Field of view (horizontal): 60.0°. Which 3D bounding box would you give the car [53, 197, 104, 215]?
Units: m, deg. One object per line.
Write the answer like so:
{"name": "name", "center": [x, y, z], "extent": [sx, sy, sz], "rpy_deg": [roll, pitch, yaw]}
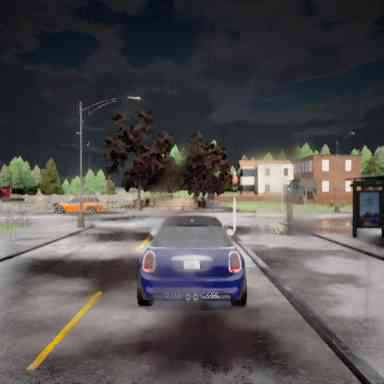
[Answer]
{"name": "car", "center": [-11.071, 1.328, 32.494], "extent": [4.553, 1.767, 2.097], "rpy_deg": [0, 0, 4]}

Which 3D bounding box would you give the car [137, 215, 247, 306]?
{"name": "car", "center": [0.008, 1.346, 8.160], "extent": [2.097, 1.767, 4.553], "rpy_deg": [0, 0, 0]}
